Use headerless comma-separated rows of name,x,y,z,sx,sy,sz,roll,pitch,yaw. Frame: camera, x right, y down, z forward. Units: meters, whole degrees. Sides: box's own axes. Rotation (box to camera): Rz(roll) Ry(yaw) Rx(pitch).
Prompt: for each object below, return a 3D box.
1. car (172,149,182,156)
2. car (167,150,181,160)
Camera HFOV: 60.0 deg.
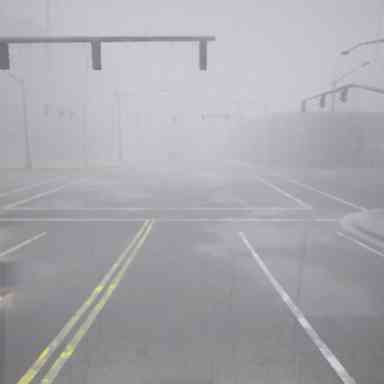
car,-3.475,-9.127,77.101,1.994,1.385,4.181,0,9,0
car,-3.496,-6.758,61.646,2.033,1.411,5.357,0,9,0
